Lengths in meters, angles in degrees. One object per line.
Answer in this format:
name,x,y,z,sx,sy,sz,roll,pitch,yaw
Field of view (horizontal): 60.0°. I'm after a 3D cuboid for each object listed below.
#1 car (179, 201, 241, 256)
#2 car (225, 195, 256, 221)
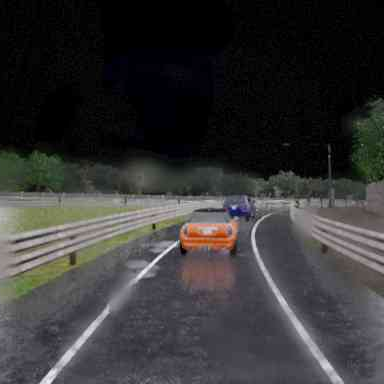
car,0.845,1.439,13.783,2.097,1.767,4.553,0,0,8
car,4.013,1.303,28.085,2.150,2.045,5.566,-1,0,17
